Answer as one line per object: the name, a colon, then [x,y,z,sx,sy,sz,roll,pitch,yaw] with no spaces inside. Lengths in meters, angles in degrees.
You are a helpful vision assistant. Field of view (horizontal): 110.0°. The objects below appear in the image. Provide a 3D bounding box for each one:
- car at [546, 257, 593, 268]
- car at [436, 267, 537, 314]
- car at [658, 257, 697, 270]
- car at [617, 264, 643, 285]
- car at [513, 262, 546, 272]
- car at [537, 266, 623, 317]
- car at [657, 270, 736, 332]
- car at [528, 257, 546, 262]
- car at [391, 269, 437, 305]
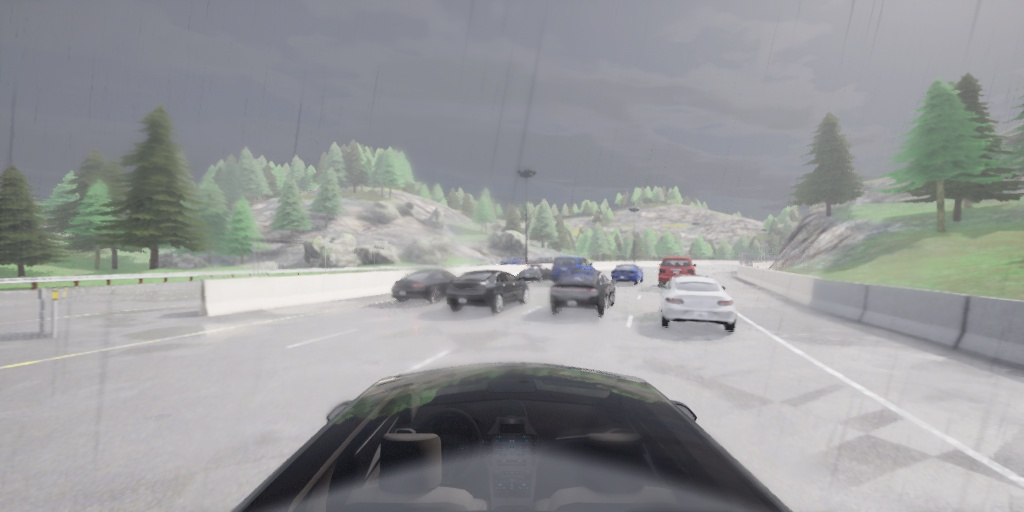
car: [4.695,1.081,26.958,2.150,2.045,5.566,0,0,26]
car: [-0.754,1.299,14.121,1.837,1.490,4.892,0,-1,21]
car: [11.060,1.080,24.049,2.150,2.045,5.566,0,0,26]
car: [8.900,1.345,27.566,1.882,1.535,5.008,0,0,26]
car: [2.077,1.429,29.547,1.994,1.385,4.181,0,0,26]
car: [2.797,1.294,13.580,2.128,1.511,4.902,0,0,22]
car: [5.601,1.323,11.184,1.812,1.442,4.674,0,0,22]
car: [5.247,1.224,63.226,2.150,2.045,5.566,0,0,35]
car: [-3.549,1.328,16.556,1.812,1.442,4.674,0,0,22]
